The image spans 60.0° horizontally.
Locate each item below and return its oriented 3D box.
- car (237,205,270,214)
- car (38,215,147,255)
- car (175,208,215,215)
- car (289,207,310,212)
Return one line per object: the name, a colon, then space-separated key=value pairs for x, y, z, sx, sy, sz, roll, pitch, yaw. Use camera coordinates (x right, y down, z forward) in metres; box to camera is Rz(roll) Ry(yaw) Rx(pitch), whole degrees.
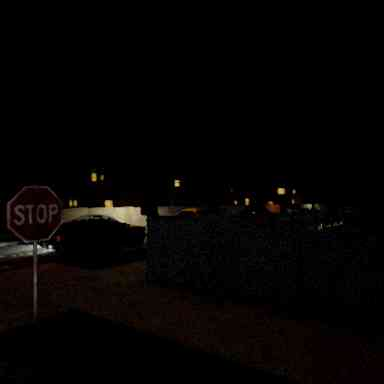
car: x=6.249 y=2.131 z=33.728 sx=2.097 sy=1.767 sz=4.553 roll=-1 pitch=-2 yaw=35
car: x=-4.095 y=1.844 z=14.516 sx=1.895 sy=1.301 sz=4.718 roll=-1 pitch=-2 yaw=36
car: x=-0.074 y=2.009 z=24.842 sx=1.882 sy=1.535 sz=5.008 roll=-1 pitch=-2 yaw=35
car: x=14.996 y=2.721 z=45.880 sx=1.895 sy=1.301 sz=4.718 roll=-1 pitch=-2 yaw=35
